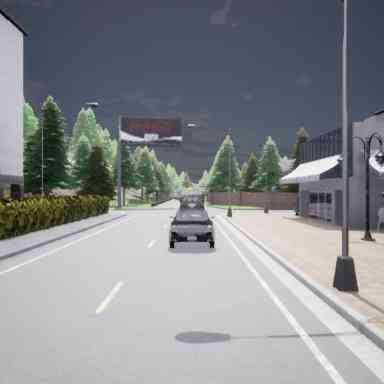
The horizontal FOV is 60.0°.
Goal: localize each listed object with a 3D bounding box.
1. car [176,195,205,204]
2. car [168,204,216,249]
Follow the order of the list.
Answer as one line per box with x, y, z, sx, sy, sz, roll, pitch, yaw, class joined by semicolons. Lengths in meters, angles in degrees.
0.000;1.257;29.680;2.150;2.045;5.566;0;0;0;car
0.000;1.494;14.650;2.128;1.511;4.902;0;0;0;car
